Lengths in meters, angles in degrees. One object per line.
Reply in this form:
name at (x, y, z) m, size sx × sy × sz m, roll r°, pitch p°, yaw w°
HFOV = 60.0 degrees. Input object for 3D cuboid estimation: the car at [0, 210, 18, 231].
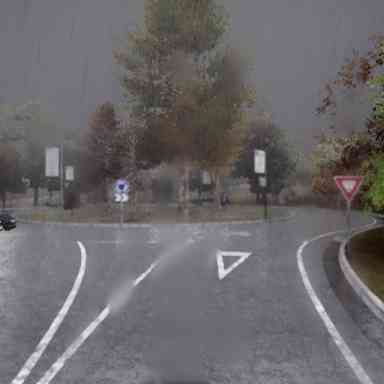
car at (-11.684, 1.417, 18.408) m, size 5.357 × 1.411 × 2.033 m, roll 0°, pitch 0°, yaw 39°

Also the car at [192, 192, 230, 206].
car at (2.751, 1.075, 48.713) m, size 5.566 × 2.045 × 2.150 m, roll 1°, pitch 0°, yaw 22°

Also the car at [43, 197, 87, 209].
car at (-16.510, 1.347, 43.588) m, size 2.033 × 1.411 × 5.357 m, roll 0°, pitch 1°, yaw 40°
